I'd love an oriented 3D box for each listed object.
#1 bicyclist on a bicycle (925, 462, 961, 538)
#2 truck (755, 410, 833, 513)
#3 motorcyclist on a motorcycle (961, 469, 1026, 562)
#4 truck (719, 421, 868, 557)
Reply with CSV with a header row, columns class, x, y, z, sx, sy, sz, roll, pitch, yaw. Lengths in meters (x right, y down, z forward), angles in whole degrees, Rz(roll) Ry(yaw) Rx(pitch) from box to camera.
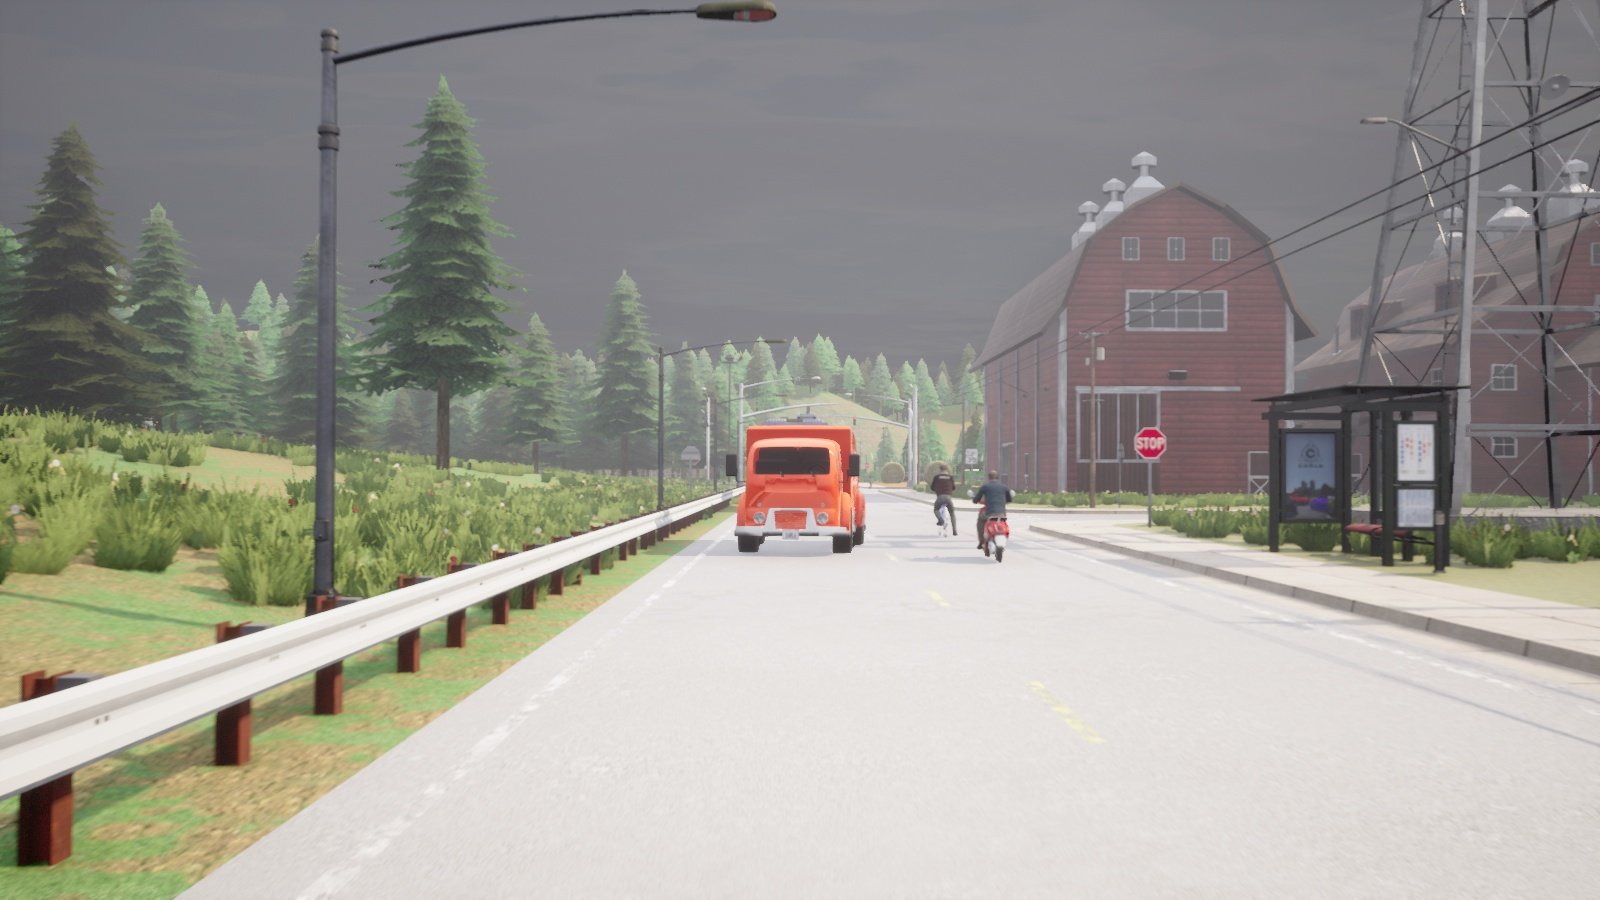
class,x,y,z,sx,sy,sz,roll,pitch,yaw
bicyclist on a bicycle,3.426,1.183,30.235,0.659,1.776,1.843,0,-1,0
truck,-0.174,0.513,50.945,2.891,3.827,8.468,0,-1,1
motorcyclist on a motorcycle,3.447,1.135,22.486,0.866,1.590,1.817,0,-1,0
truck,0.017,0.758,25.436,2.627,2.467,5.204,0,-1,4
